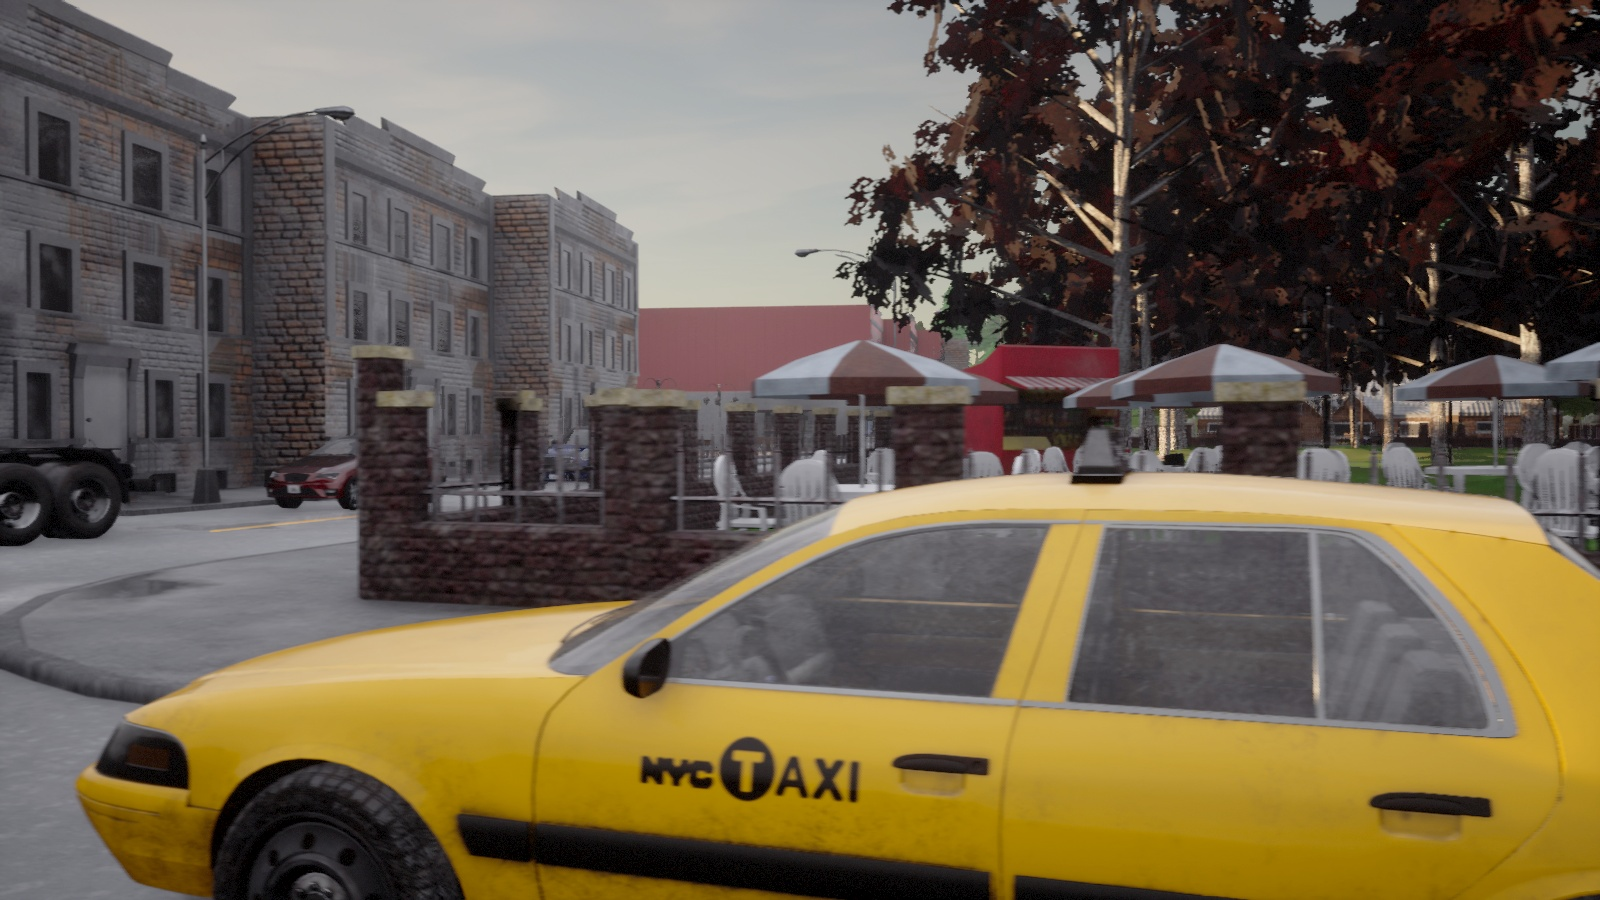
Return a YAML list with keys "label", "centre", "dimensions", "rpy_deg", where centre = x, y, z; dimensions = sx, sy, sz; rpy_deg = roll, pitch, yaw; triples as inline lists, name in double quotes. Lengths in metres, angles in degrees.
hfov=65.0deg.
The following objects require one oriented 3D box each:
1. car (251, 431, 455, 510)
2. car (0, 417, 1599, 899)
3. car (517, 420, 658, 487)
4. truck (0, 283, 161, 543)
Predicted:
- label: "car"
  centre: [-9.165, 0.359, 26.135]
  dimensions: [1.816, 1.474, 4.193]
  rpy_deg: [1, 1, 18]
- label: "car"
  centre: [0.585, 0.710, 3.508]
  dimensions: [5.366, 1.575, 1.801]
  rpy_deg: [1, 1, 18]
- label: "car"
  centre: [-5.972, 0.060, 35.927]
  dimensions: [2.097, 1.767, 4.553]
  rpy_deg: [1, 1, 18]
- label: "truck"
  centre: [-12.444, -0.488, 16.019]
  dimensions: [2.891, 3.462, 7.936]
  rpy_deg: [1, 1, 18]
